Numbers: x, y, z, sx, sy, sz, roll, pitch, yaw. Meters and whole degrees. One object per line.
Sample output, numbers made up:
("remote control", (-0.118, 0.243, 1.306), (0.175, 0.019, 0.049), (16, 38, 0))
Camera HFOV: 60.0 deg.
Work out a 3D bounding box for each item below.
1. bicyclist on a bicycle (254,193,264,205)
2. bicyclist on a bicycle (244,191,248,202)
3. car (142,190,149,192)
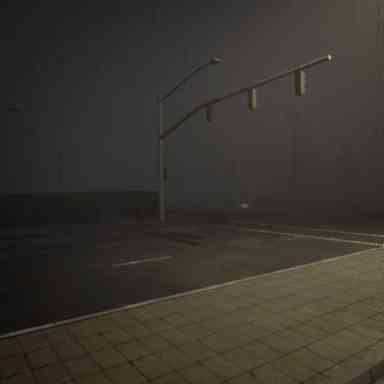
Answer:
("bicyclist on a bicycle", (9.198, 0.918, 45.696), (1.656, 1.620, 0.582), (-1, 1, -23))
("bicyclist on a bicycle", (8.203, 0.733, 50.603), (0.582, 1.620, 1.656), (-1, 1, 21))
("car", (-10.360, 0.712, 70.486), (2.150, 2.045, 5.566), (-1, 1, -35))
